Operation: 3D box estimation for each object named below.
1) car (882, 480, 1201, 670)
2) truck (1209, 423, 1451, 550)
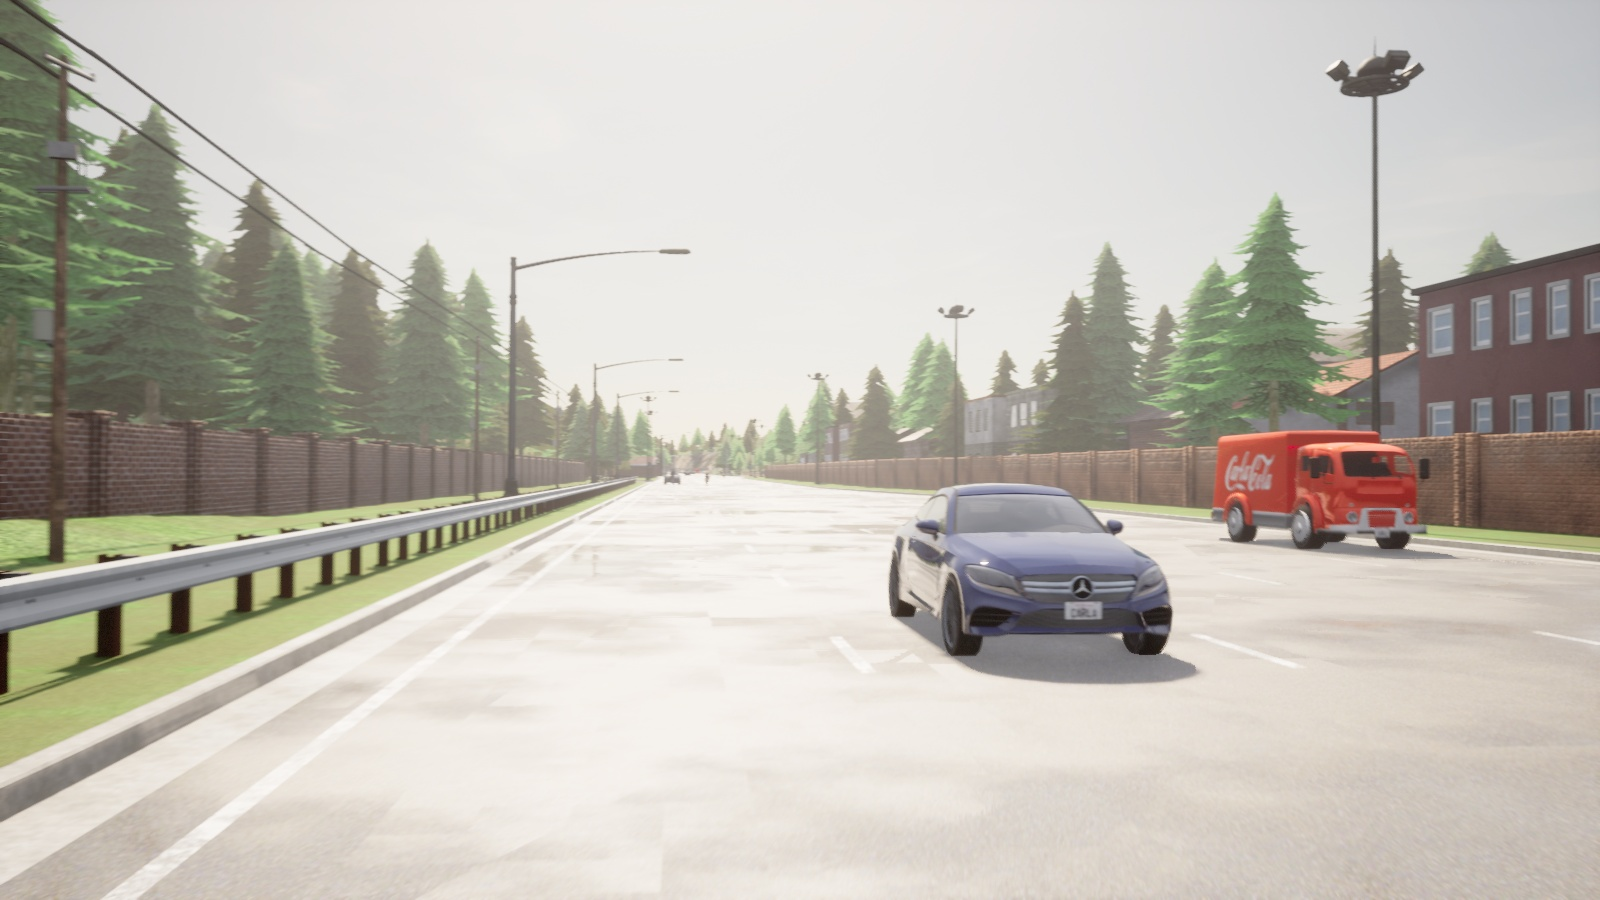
[{"bbox_3d":[2.075,1.039,12.275,1.812,1.442,4.674,0,-1,-5],"label":"car"},{"bbox_3d":[11.211,0.745,27.114,2.627,2.467,5.204,0,-1,-6],"label":"truck"}]
